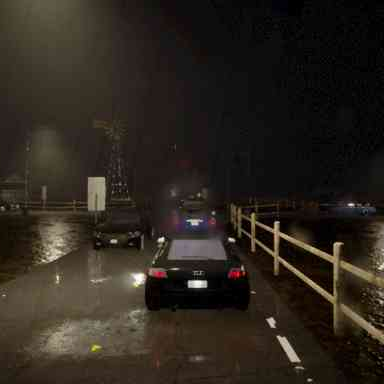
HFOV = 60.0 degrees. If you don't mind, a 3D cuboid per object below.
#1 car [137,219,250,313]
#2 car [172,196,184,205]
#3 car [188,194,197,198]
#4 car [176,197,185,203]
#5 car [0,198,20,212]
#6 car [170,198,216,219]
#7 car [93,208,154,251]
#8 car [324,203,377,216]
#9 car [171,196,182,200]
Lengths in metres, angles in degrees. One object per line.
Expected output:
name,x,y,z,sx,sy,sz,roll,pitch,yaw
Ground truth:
car,0.108,1.573,7.785,1.994,1.385,4.181,0,0,0
car,-2.691,1.613,66.398,2.097,1.767,4.553,0,0,1
car,0.135,1.712,93.939,2.150,2.045,5.566,0,-1,0
car,-2.645,1.933,76.617,1.895,1.301,4.718,0,0,0
car,-20.263,1.292,34.124,4.892,1.490,1.837,1,-2,0
car,0.118,1.380,16.428,2.097,1.767,4.553,0,0,0
car,-2.800,1.501,14.465,1.882,1.535,5.008,0,0,0
car,17.898,1.951,37.702,5.357,1.411,2.033,1,-2,0
car,-2.747,1.677,57.149,1.882,1.535,5.008,0,0,0
